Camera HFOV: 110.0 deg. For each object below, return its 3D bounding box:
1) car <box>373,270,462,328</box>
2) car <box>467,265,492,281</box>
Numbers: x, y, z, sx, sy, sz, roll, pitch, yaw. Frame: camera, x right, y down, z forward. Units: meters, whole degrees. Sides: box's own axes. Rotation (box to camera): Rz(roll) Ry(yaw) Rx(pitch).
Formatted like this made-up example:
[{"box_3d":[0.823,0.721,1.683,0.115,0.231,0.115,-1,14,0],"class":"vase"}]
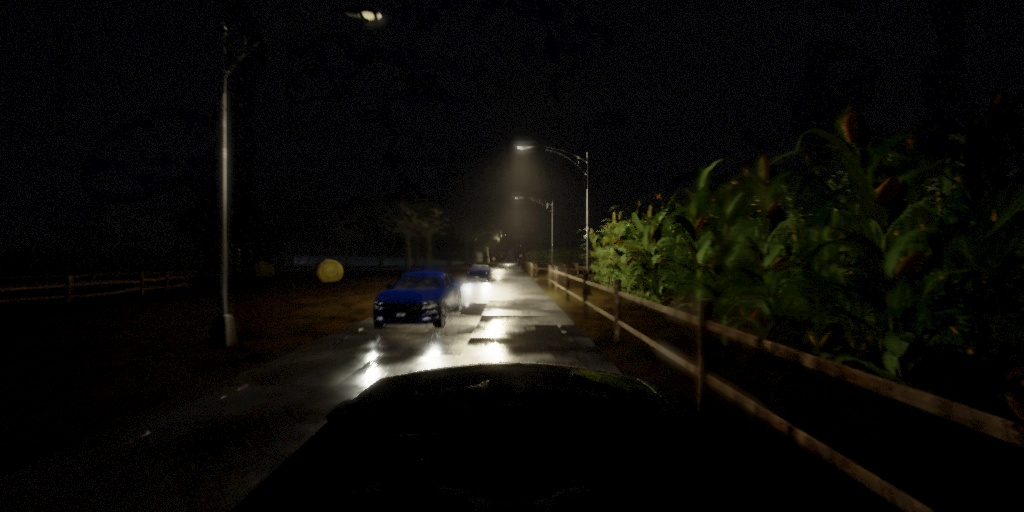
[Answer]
[{"box_3d":[-2.817,1.242,11.627,1.882,1.535,5.008,0,0,0],"class":"car"},{"box_3d":[-2.763,1.439,31.085,1.895,1.301,4.718,0,0,0],"class":"car"}]
